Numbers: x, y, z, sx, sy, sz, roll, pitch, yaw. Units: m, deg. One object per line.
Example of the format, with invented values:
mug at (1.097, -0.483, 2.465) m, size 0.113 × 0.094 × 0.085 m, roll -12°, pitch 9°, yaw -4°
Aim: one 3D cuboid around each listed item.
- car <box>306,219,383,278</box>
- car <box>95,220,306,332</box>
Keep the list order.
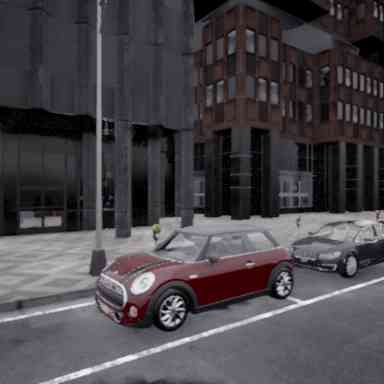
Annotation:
car at (4.737, 1.551, 10.026) m, size 4.403 × 1.369 × 2.008 m, roll 0°, pitch 0°, yaw -36°
car at (0.170, 1.440, 6.768) m, size 4.097 × 1.590 × 1.967 m, roll 0°, pitch 0°, yaw -36°
